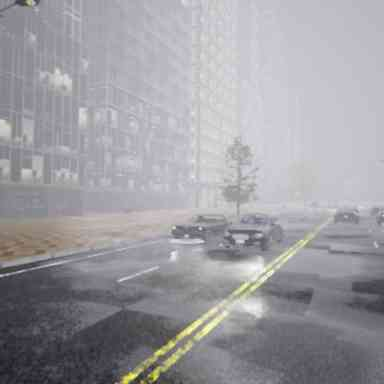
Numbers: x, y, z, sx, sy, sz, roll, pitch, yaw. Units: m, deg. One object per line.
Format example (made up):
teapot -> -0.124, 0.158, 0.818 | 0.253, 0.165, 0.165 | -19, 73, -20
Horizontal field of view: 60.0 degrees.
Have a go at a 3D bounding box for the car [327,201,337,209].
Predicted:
car -> 27.659, 2.618, 65.324 | 2.128, 1.511, 4.902 | 0, -1, 26

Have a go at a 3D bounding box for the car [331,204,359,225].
car -> 13.832, 2.079, 29.735 | 1.994, 1.385, 4.181 | 0, -1, 27

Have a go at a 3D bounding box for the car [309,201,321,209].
car -> 24.743, 2.594, 66.759 | 1.837, 1.490, 4.892 | 0, -1, 26

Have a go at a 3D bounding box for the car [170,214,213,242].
car -> 0.697, 1.865, 18.113 | 1.895, 1.301, 4.718 | 0, -1, 26

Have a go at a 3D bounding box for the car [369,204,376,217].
car -> 22.670, 2.201, 40.348 | 1.882, 1.535, 5.008 | 0, -1, 27

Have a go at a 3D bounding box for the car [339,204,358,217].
car -> 19.548, 2.282, 41.368 | 1.994, 1.385, 4.181 | 0, -1, 27

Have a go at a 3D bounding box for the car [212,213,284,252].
car -> 2.969, 1.731, 15.369 | 2.128, 1.511, 4.902 | 0, -1, 26

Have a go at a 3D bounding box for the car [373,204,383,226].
car -> 16.551, 2.032, 27.893 | 1.812, 1.442, 4.674 | 0, -1, 27
